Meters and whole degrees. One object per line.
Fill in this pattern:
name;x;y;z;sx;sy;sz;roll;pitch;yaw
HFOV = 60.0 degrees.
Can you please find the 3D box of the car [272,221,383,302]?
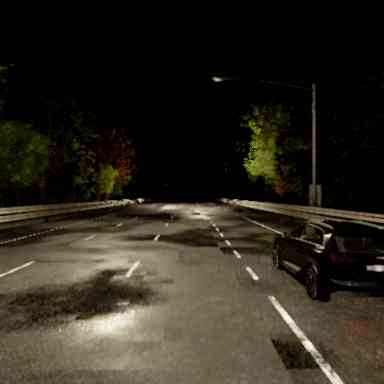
car;3.474;1.507;8.461;2.033;1.649;4.856;0;0;0
